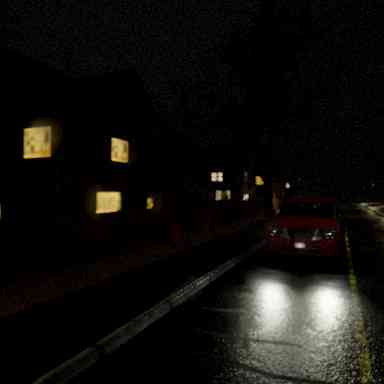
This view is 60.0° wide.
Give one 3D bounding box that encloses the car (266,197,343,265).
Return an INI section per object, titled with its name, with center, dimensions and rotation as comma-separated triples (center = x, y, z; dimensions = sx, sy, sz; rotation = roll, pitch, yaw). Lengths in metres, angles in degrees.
[car]
center = 4.284, 1.220, 12.248
dimensions = 2.150, 2.045, 5.566
rotation = 0, 0, 24
